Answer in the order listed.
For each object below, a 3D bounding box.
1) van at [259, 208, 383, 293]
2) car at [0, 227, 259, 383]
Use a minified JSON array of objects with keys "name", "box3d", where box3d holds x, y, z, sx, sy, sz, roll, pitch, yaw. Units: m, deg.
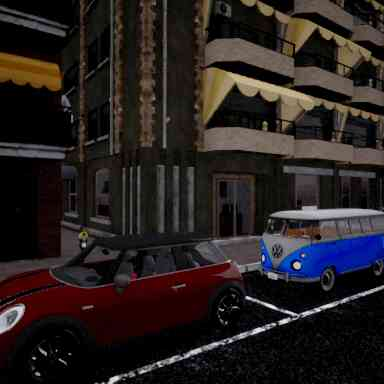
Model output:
[{"name":"van","box3d":[3.500,1.343,8.584,3.998,1.788,1.690,0,0,-35]},{"name":"car","box3d":[-1.134,1.440,5.283,4.097,1.590,1.967,0,0,-35]}]
